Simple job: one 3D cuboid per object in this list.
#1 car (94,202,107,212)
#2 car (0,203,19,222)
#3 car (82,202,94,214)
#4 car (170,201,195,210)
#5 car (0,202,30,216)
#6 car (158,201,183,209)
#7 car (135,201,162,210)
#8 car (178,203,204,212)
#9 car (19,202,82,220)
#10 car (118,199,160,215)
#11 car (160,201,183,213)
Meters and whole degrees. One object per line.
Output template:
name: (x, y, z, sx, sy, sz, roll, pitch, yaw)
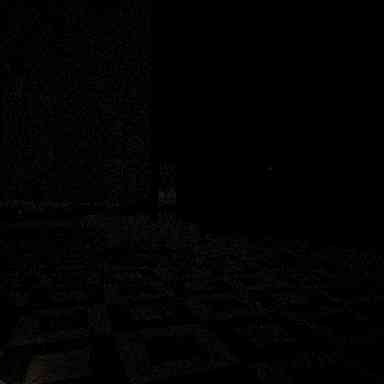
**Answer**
car: (-13.596, 2.016, 44.963, 1.887, 1.381, 4.507, -1, -2, 35)
car: (-16.486, 1.774, 26.222, 1.947, 1.339, 4.313, -1, -2, 35)
car: (-14.346, 1.917, 39.297, 1.812, 1.442, 4.674, 0, -1, 35)
car: (-1.536, 2.281, 57.114, 1.812, 1.442, 4.674, 0, -1, 36)
car: (-20.147, 1.841, 35.772, 2.008, 1.369, 4.403, -1, -1, 35)
car: (-3.770, 2.305, 58.748, 2.008, 1.369, 4.403, -1, -2, 35)
car: (-7.045, 2.209, 54.153, 2.008, 1.369, 4.403, -1, -2, 35)
car: (-0.103, 2.246, 49.204, 1.802, 1.307, 4.206, -1, -2, 36)
car: (-13.112, 1.824, 30.956, 1.752, 1.417, 4.829, -1, -2, 35)
car: (-6.660, 1.791, 40.015, 2.192, 1.841, 5.009, -1, -2, 35)
car: (-3.383, 2.114, 44.604, 1.887, 1.381, 4.507, -1, -2, 35)
